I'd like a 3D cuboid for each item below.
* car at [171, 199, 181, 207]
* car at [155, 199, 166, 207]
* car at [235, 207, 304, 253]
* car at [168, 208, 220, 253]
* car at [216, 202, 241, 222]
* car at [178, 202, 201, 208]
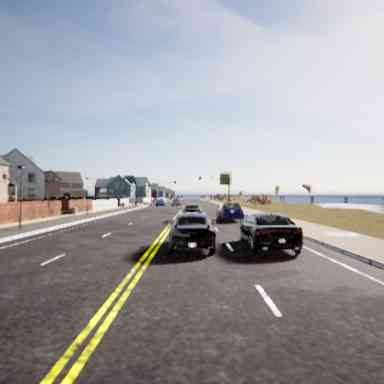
[{"bbox_3d":[-3.212,2.254,68.130,1.812,1.442,4.674,0,-1,0],"label":"car"},{"bbox_3d":[-6.462,2.205,68.071,1.882,1.535,5.008,0,-1,0],"label":"car"},{"bbox_3d":[3.263,1.623,14.465,1.882,1.535,5.008,0,0,0],"label":"car"},{"bbox_3d":[0.012,1.651,14.307,1.837,1.490,4.892,0,0,0],"label":"car"},{"bbox_3d":[3.268,1.646,29.064,2.097,1.767,4.553,0,-1,0],"label":"car"},{"bbox_3d":[0.020,1.806,29.314,1.837,1.490,4.892,0,0,0],"label":"car"}]
